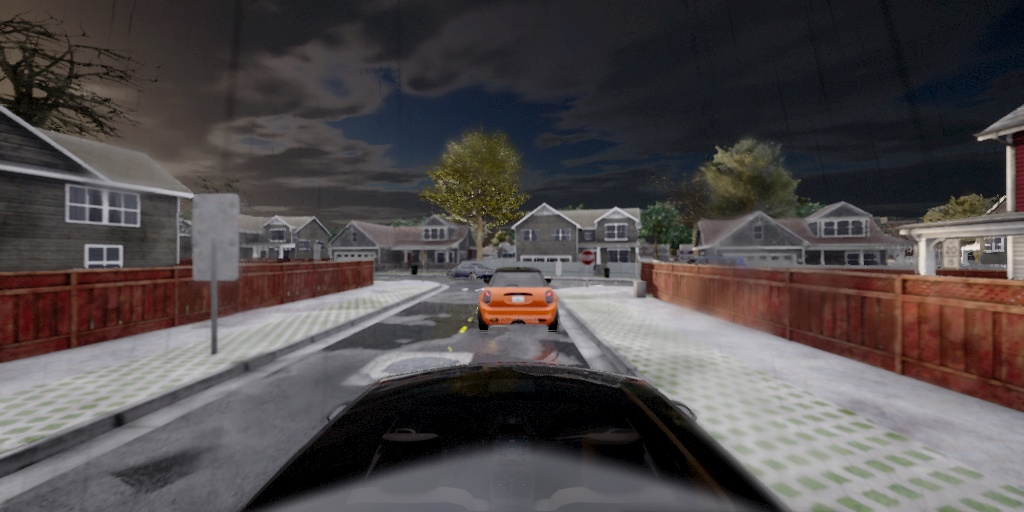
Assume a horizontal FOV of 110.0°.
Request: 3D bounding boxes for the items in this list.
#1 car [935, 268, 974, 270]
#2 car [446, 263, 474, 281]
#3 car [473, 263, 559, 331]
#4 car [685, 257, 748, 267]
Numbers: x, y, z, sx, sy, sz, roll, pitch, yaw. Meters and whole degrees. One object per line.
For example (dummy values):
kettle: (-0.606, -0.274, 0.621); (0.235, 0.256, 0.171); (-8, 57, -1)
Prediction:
car: (25.084, 1.409, 21.042); (4.892, 1.490, 1.837); (0, 0, 21)
car: (-3.551, 1.296, 29.892); (4.181, 1.385, 1.994); (0, 0, 38)
car: (0.176, 1.099, 11.107); (2.097, 1.767, 4.553); (0, 0, 1)
car: (13.397, 1.055, 25.176); (5.566, 2.045, 2.150); (0, 0, 19)
